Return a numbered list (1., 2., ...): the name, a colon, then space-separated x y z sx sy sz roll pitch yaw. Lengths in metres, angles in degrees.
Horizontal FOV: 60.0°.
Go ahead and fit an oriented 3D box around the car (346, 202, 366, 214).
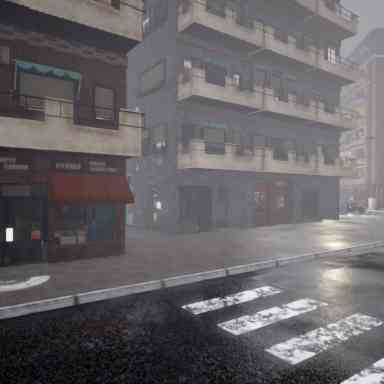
1. car: 17.997 1.787 37.970 1.895 1.301 4.718 0 0 5
